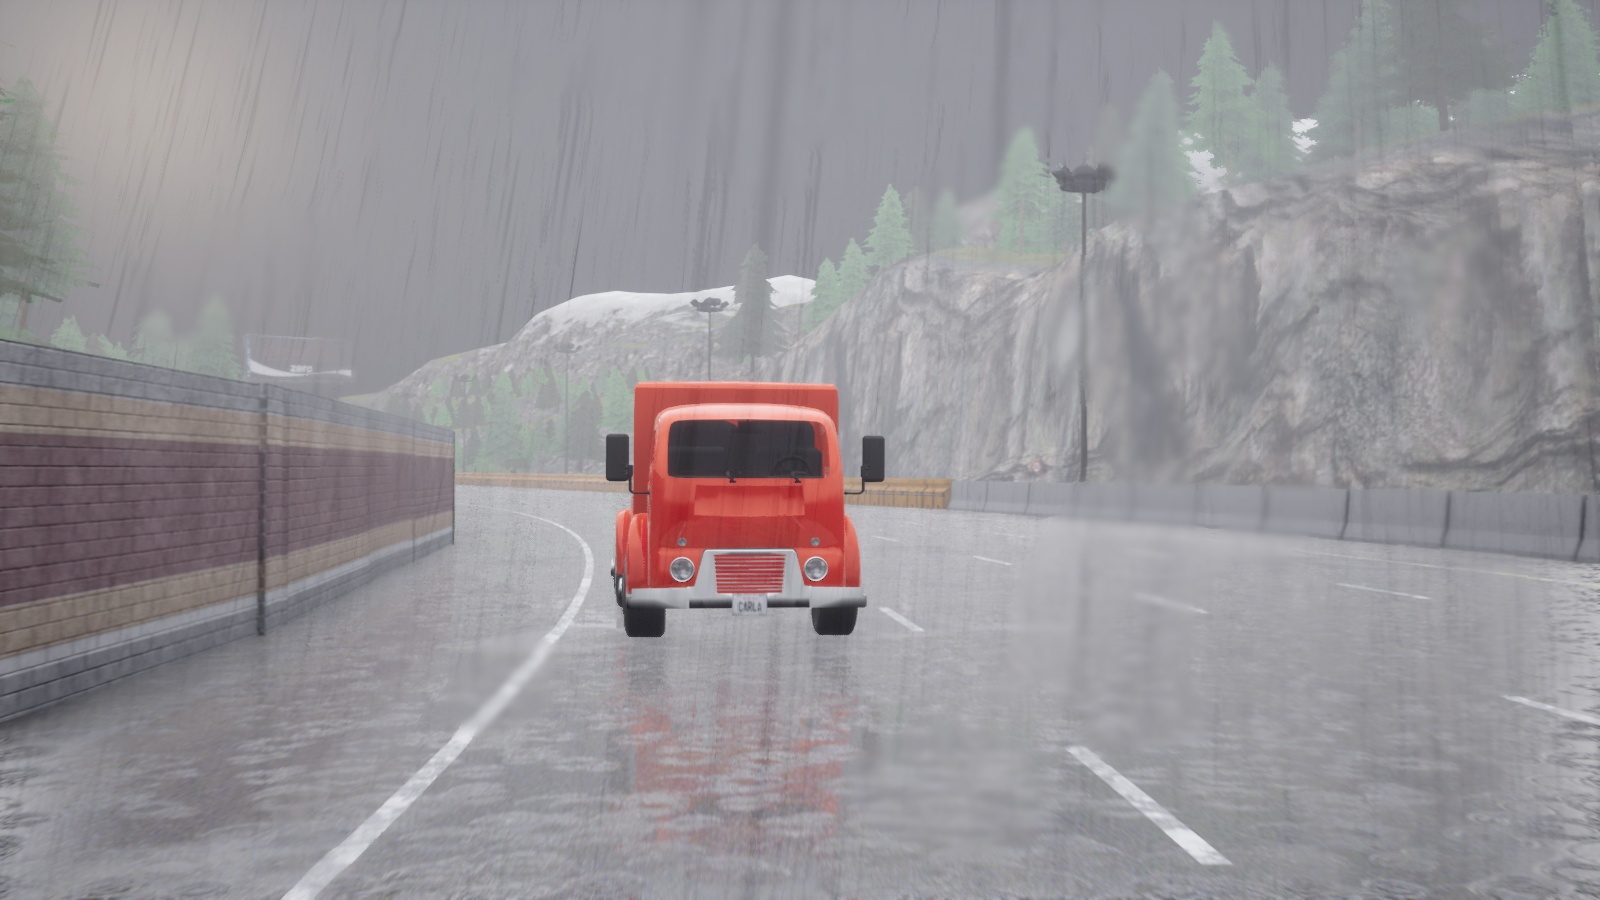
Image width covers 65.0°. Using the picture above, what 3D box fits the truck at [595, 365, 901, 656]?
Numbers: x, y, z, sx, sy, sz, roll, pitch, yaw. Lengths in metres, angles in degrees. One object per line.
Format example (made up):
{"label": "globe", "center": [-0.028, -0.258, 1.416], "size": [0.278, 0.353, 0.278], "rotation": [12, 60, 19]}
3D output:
{"label": "truck", "center": [-0.725, 0.555, 13.386], "size": [2.627, 2.467, 5.204], "rotation": [0, -1, -7]}
